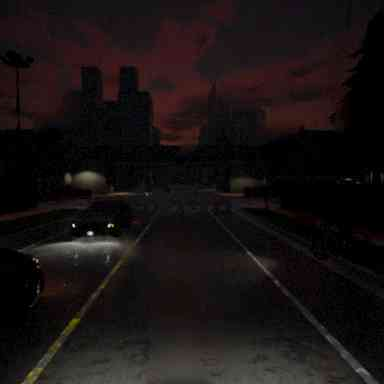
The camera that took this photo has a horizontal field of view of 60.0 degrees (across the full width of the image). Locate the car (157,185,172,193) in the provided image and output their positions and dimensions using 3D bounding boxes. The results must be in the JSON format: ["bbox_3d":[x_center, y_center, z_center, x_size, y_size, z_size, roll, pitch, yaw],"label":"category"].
[{"bbox_3d":[-6.000,-0.758,74.945,2.097,1.767,4.553,0,2,-1],"label":"car"}]

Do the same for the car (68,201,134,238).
[{"bbox_3d":[-3.912,1.116,15.312,2.033,1.411,5.357,0,2,-1],"label":"car"}]

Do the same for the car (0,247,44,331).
[{"bbox_3d":[-3.659,1.444,4.390,1.994,1.385,4.181,0,2,-1],"label":"car"}]

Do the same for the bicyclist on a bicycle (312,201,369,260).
[{"bbox_3d":[4.129,1.061,9.393,1.656,1.620,0.582,-8,2,-1],"label":"bicyclist on a bicycle"}]

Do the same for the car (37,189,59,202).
[{"bbox_3d":[-18.954,0.375,40.847,5.008,1.535,1.882,0,1,0],"label":"car"}]

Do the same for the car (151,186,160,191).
[{"bbox_3d":[-9.893,-0.965,90.521,1.895,1.301,4.718,0,2,-1],"label":"car"}]

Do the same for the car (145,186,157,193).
[{"bbox_3d":[-9.498,-0.575,74.832,2.128,1.511,4.902,0,2,-1],"label":"car"}]

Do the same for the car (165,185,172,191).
[{"bbox_3d":[-6.395,-1.049,90.637,1.812,1.442,4.674,0,2,-1],"label":"car"}]
